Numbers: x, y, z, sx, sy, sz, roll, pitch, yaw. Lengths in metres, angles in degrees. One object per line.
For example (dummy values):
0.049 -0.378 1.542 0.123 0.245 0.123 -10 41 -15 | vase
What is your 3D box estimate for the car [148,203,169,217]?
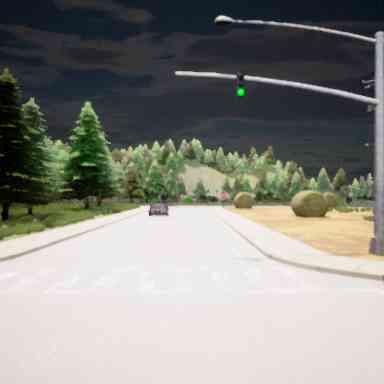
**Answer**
-3.492 1.903 35.647 1.994 1.385 4.181 0 0 0 | car
